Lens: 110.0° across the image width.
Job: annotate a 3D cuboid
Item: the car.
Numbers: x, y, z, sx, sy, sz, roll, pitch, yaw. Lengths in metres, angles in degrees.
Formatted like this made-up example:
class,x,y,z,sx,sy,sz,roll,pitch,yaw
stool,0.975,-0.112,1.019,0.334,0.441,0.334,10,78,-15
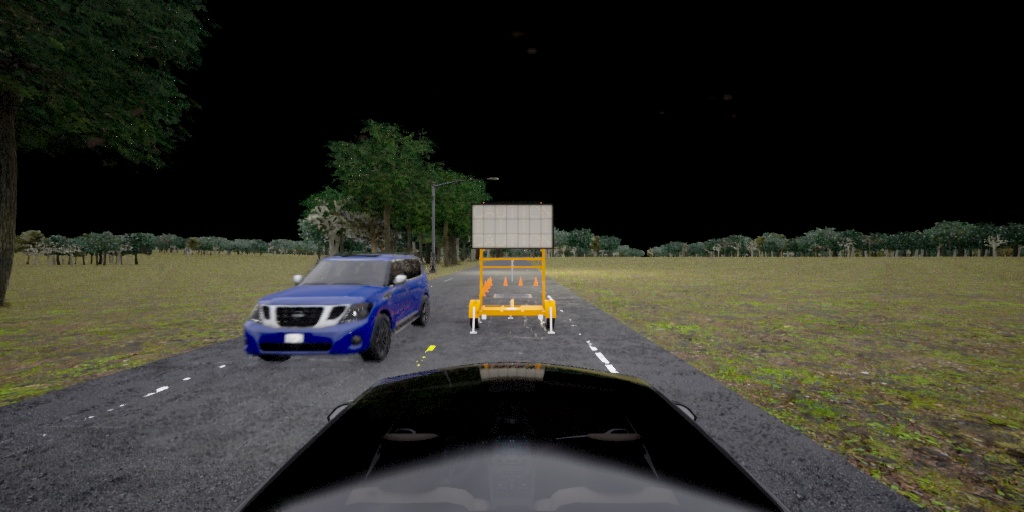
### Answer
class,x,y,z,sx,sy,sz,roll,pitch,yaw
car,-3.485,0.962,8.510,2.150,2.045,5.566,0,0,0

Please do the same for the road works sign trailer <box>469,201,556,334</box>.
class,x,y,z,sx,sy,sz,roll,pitch,yaw
road works sign trailer,0.013,0.200,10.594,2.380,3.560,2.880,0,0,0
